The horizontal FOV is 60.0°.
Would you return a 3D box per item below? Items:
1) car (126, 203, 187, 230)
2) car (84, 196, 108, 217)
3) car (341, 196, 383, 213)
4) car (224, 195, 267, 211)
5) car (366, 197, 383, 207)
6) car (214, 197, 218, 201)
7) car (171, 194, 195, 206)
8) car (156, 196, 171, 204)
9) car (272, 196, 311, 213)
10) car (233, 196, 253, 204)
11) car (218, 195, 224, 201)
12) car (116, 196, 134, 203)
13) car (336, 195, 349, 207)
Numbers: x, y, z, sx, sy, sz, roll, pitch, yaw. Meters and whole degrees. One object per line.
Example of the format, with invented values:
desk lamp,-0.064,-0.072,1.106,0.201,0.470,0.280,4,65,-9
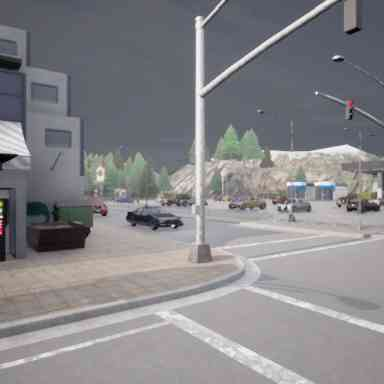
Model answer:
car,-2.739,1.725,22.896,2.033,1.411,5.357,0,0,-36
car,-10.366,1.397,33.472,2.150,2.045,5.566,0,0,-36
car,18.636,1.495,36.235,4.514,1.523,2.007,0,0,-36
car,6.759,1.349,40.093,5.027,1.636,2.152,0,0,-36
car,29.543,1.561,52.717,3.806,1.475,1.970,0,0,-36
car,7.572,1.539,82.975,4.514,1.523,2.007,0,0,-36
car,-0.730,1.273,50.467,3.866,1.878,1.905,0,0,-36
car,-2.765,1.293,52.582,4.605,1.855,1.932,0,0,-36
car,10.777,1.428,35.079,3.806,1.475,1.970,0,0,-36
car,10.162,1.518,66.366,3.633,1.501,1.845,0,0,-36
car,9.451,1.530,80.463,5.027,1.636,2.152,0,0,-36
car,-13.531,1.570,67.730,3.633,1.501,1.845,0,0,-36
car,22.691,1.296,47.723,4.605,1.855,1.932,0,0,-36
